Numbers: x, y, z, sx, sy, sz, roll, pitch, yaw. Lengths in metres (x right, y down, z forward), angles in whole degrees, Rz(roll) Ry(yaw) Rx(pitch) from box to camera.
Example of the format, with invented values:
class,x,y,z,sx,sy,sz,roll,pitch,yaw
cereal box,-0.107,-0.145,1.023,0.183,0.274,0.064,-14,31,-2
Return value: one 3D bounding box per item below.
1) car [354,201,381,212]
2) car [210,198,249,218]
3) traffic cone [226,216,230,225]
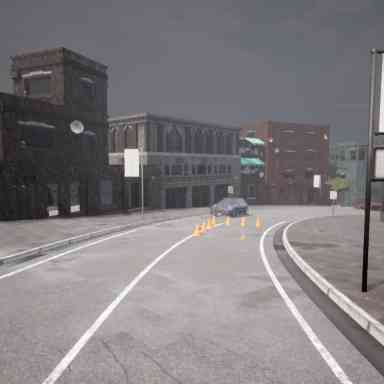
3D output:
class,x,y,z,sx,sy,sz,roll,pitch,yaw
car,27.594,2.162,51.998,5.008,1.535,1.882,2,3,-24
car,3.440,1.311,29.922,2.097,1.767,4.553,3,1,30
traffic cone,2.484,1.956,22.684,0.340,0.580,0.340,2,0,12
